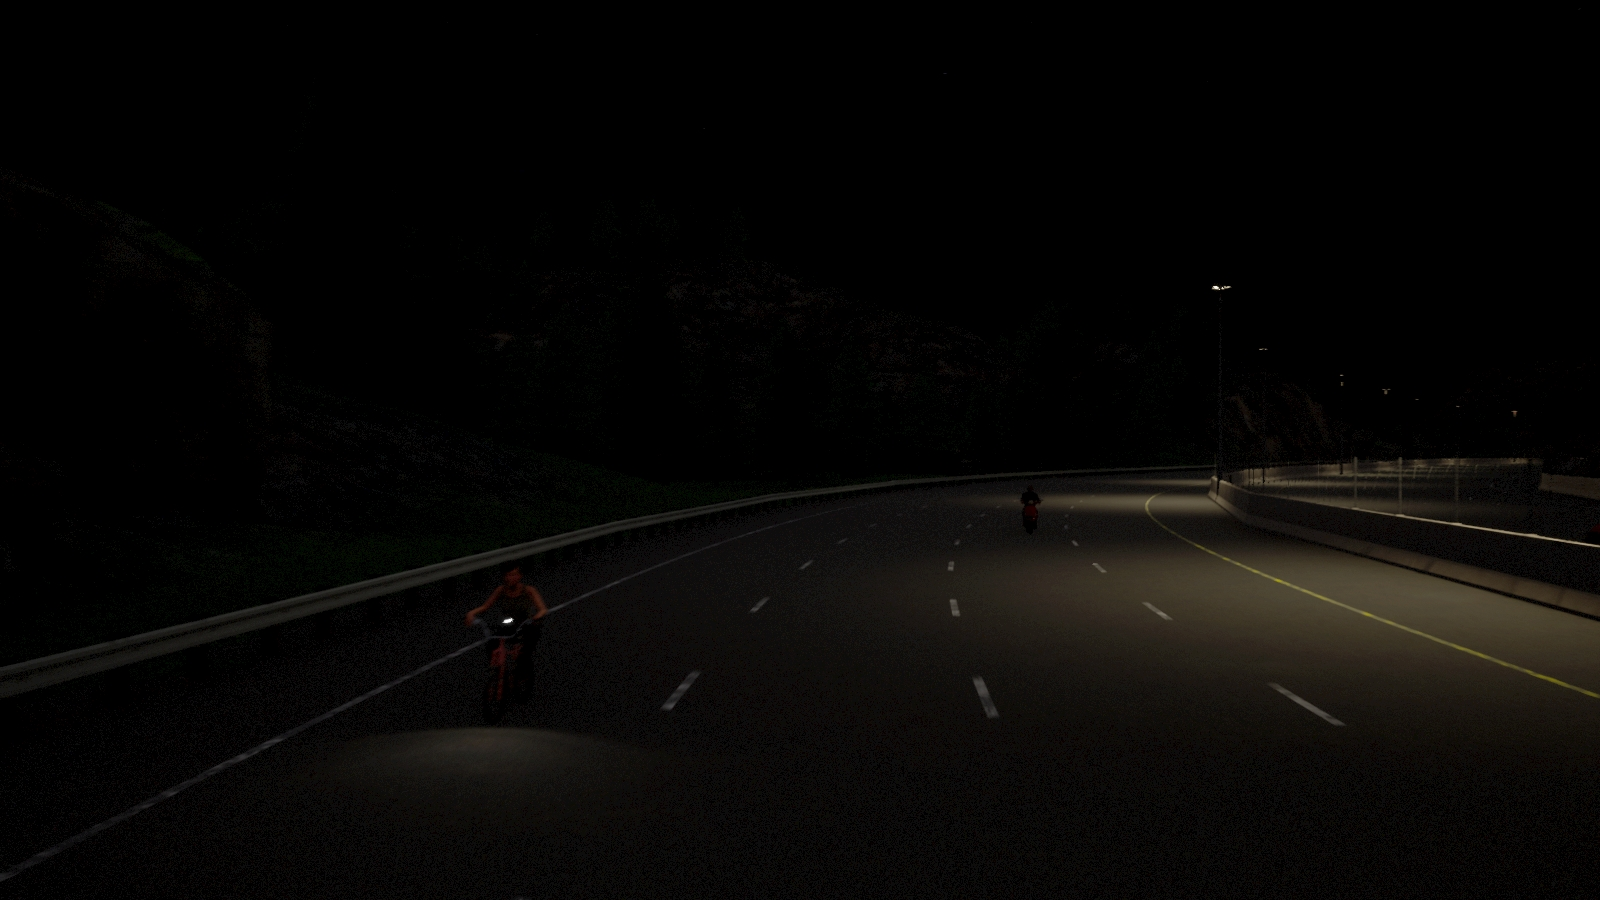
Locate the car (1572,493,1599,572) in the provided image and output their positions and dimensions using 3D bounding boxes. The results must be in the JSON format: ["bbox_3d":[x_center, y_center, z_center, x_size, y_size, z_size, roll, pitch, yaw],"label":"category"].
[{"bbox_3d":[19.386,1.932,25.210,2.097,1.767,4.553,0,0,8],"label":"car"}]

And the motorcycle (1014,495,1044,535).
[{"bbox_3d":[7.746,2.188,38.653,0.856,1.236,1.805,2,0,8],"label":"motorcycle"}]

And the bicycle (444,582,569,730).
[{"bbox_3d":[-3.083,2.142,12.144,0.859,1.295,1.487,0,0,4],"label":"bicycle"}]
